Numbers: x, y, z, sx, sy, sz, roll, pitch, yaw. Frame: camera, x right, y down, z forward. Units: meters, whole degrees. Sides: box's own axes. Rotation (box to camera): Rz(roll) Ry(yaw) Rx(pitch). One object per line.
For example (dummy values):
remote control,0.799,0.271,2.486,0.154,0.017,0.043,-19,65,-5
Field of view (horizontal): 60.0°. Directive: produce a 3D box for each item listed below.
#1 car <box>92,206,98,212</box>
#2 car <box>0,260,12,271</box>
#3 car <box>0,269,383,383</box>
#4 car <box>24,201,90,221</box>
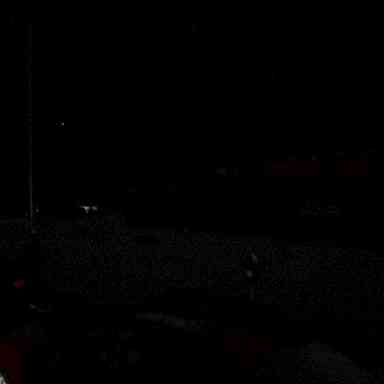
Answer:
car,-10.973,1.560,30.114,1.895,1.301,4.718,-2,0,36
car,-4.646,1.611,6.134,4.206,1.307,1.802,0,-1,35
car,-0.216,1.589,2.978,4.206,1.307,1.802,0,-1,35
car,-10.466,1.445,25.760,1.812,1.442,4.674,-2,0,36
